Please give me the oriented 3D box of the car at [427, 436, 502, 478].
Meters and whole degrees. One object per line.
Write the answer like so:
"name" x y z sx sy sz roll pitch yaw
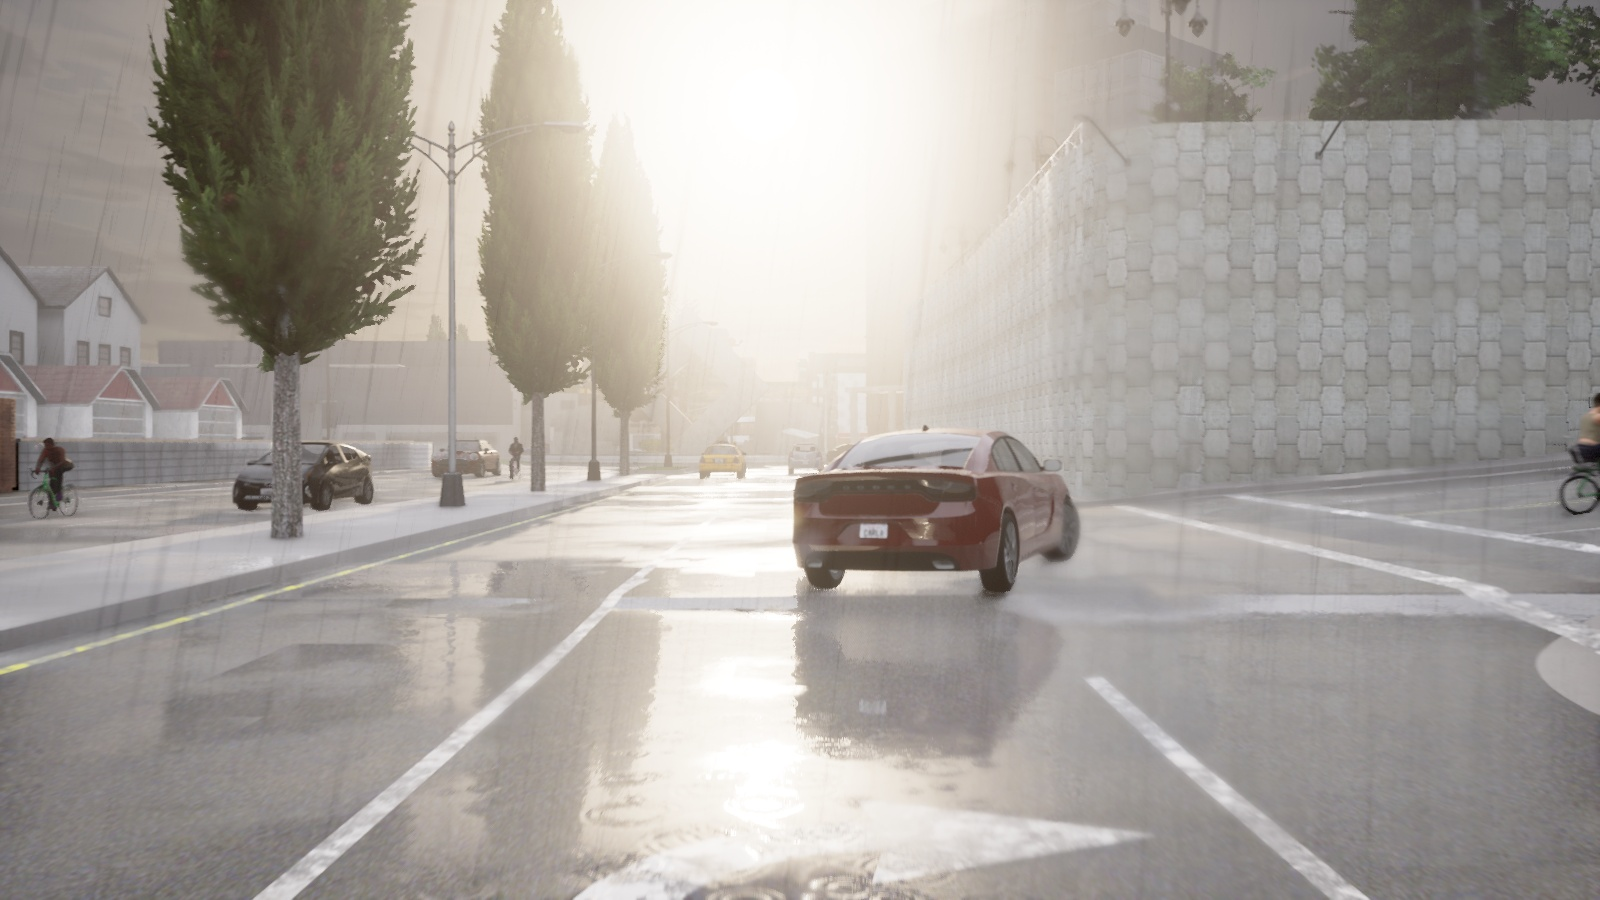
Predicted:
"car" -14.767 0.280 55.504 2.097 1.767 4.553 0 0 0

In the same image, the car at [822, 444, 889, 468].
"car" 3.473 0.338 77.446 1.812 1.442 4.674 0 0 36

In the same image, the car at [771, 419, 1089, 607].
"car" 1.582 0.513 12.889 1.882 1.535 5.008 -1 0 22

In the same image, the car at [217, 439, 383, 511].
"car" -11.369 0.521 28.947 2.007 1.525 4.514 0 0 0

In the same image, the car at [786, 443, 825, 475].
"car" 0.270 0.416 61.146 1.845 1.501 3.633 0 0 0

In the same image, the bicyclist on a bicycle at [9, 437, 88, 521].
"bicyclist on a bicycle" -14.915 0.547 24.976 0.582 1.620 1.656 0 1 -1

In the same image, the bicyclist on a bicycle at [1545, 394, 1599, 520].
"bicyclist on a bicycle" 10.970 0.035 16.670 1.509 1.612 0.866 -5 0 1

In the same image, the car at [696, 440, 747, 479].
"car" -3.273 0.381 53.411 1.801 1.575 5.366 0 0 0
